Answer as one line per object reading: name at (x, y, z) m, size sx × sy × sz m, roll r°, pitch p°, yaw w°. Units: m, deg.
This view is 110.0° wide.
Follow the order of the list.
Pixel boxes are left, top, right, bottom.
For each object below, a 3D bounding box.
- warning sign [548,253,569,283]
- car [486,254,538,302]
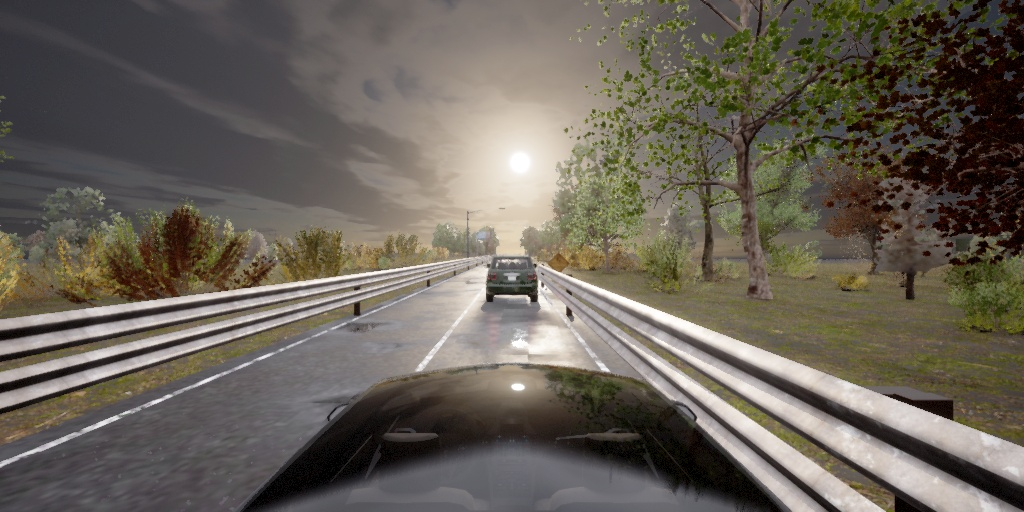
warning sign at (2.850, 0.731, 21.754) m, size 1.300 × 1.860 × 1.060 m, roll 0°, pitch 0°, yaw 0°
car at (0.000, 0.932, 16.523) m, size 2.150 × 2.045 × 5.566 m, roll 0°, pitch 1°, yaw 0°
